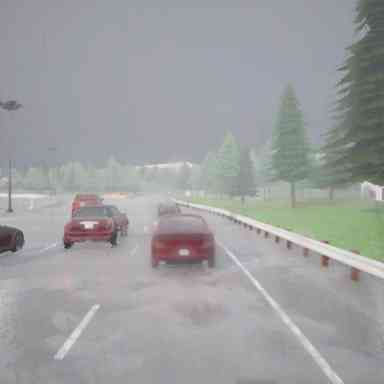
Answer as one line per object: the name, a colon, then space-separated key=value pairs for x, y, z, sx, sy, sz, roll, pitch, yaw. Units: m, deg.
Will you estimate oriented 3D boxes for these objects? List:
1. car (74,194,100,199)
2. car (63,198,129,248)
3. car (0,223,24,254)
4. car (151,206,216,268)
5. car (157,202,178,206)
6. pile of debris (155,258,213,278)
car: x=-9.296 y=1.163 z=30.028 sx=2.150 sy=2.045 sz=5.566 roll=0 pitch=0 yaw=-8
car: x=-4.091 y=1.322 z=14.863 sx=2.097 sy=1.767 sz=4.553 roll=0 pitch=0 yaw=-4
car: x=-7.340 y=1.552 z=11.058 sx=1.994 sy=1.385 sz=4.181 roll=0 pitch=0 yaw=-3
car: x=-0.333 y=1.448 z=11.297 sx=1.882 sy=1.535 sz=5.008 roll=0 pitch=0 yaw=-3
car: x=-2.135 y=1.527 z=29.338 sx=1.895 sy=1.301 sz=4.718 roll=0 pitch=0 yaw=-8
pile of debris: x=-0.247 y=2.150 z=9.556 sx=1.500 sy=0.140 sz=1.860 roll=0 pitch=0 yaw=-3
